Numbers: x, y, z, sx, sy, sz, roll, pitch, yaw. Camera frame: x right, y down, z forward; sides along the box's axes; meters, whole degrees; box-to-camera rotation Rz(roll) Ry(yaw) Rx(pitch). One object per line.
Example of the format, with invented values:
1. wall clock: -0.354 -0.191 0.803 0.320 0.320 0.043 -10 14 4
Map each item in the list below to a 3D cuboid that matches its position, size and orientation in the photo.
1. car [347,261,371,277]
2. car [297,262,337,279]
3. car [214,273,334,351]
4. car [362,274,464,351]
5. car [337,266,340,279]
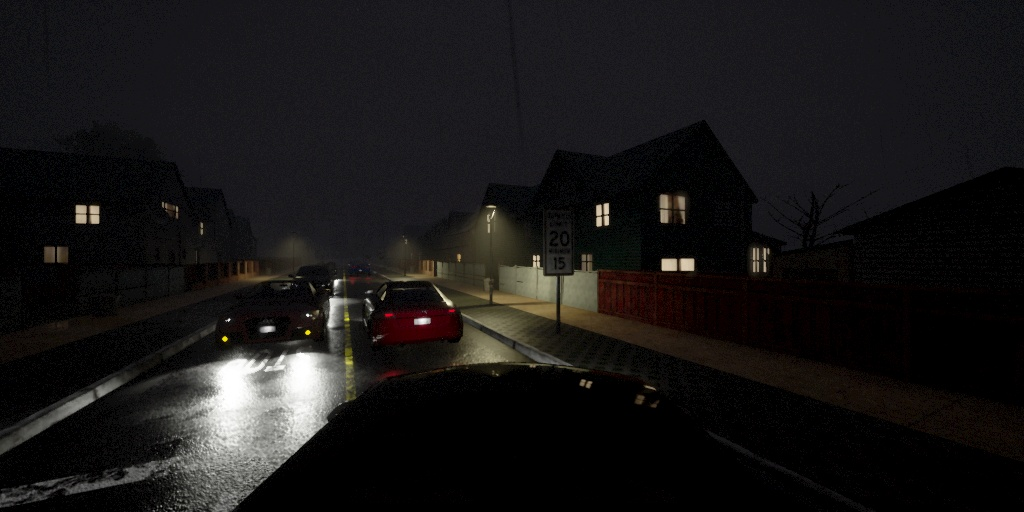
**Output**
1. car: -15.575 1.232 36.640 1.882 1.535 5.008 0 0 -25
2. car: -10.402 1.254 18.865 1.837 1.490 4.892 0 2 -25
3. car: -5.821 1.318 9.166 1.994 1.385 4.181 0 0 -24
4. car: -2.698 1.315 9.198 1.994 1.385 4.181 0 0 -25
5. car: -16.566 1.262 32.012 1.837 1.490 4.892 0 0 -25
